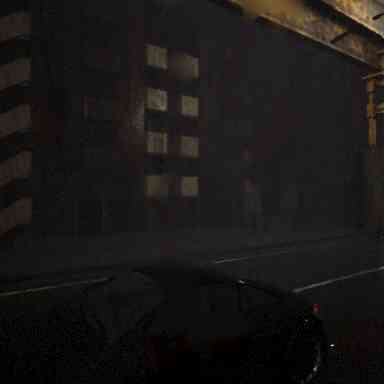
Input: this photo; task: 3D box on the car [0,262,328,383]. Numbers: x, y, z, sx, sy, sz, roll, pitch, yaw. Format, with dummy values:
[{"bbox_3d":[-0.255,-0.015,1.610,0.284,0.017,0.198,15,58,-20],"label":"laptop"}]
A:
[{"bbox_3d":[-0.356,1.587,3.763,4.181,1.385,1.994,1,0,-36],"label":"car"}]
